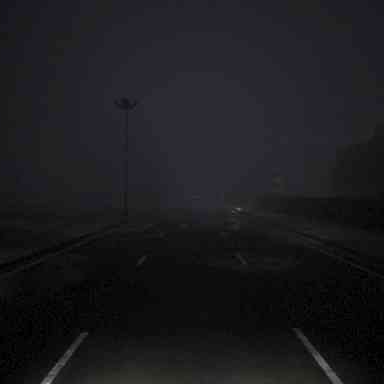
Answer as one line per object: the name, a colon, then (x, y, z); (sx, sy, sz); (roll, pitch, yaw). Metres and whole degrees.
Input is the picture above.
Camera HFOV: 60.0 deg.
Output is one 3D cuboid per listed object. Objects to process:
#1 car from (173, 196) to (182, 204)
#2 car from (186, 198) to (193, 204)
car: (-4.164, 2.507, 93.908); (1.812, 1.442, 4.674); (0, -1, -1)
car: (-0.669, 2.583, 94.269); (1.895, 1.301, 4.718); (0, -1, -1)
